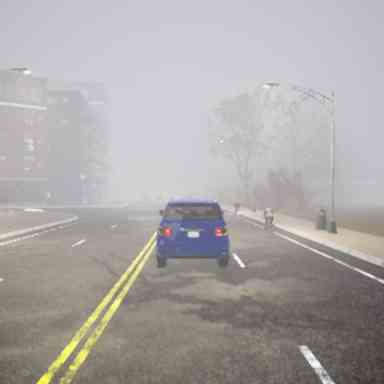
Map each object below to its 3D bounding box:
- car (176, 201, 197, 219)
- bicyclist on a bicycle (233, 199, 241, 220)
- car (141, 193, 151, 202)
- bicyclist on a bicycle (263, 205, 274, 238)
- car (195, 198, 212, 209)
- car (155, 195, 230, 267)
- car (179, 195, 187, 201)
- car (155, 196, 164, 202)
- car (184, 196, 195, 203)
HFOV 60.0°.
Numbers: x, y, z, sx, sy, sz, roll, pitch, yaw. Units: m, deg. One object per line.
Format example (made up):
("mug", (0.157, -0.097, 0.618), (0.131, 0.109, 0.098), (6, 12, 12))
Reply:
("car", (-0.553, 1.575, 30.192), (1.812, 1.442, 4.674), (0, 0, -2))
("bicyclist on a bicycle", (3.624, 1.417, 26.975), (0.659, 1.776, 1.843), (0, 0, -2))
("car", (-11.054, 1.329, 79.544), (2.150, 2.045, 5.566), (0, 0, -7))
("bicyclist on a bicycle", (3.930, 1.485, 17.086), (0.582, 1.620, 1.656), (0, 0, -1))
("car", (1.640, 1.622, 48.992), (2.033, 1.411, 5.357), (0, 0, -4))
("car", (-0.007, 1.243, 11.634), (2.150, 2.045, 5.566), (0, 0, -1))
("car", (-2.392, 1.629, 89.059), (1.812, 1.442, 4.674), (0, 0, -7))
("car", (-7.836, 1.656, 80.005), (1.994, 1.385, 4.181), (0, 0, -7))
("car", (-0.543, 1.575, 73.145), (1.882, 1.535, 5.008), (0, 0, -6))
